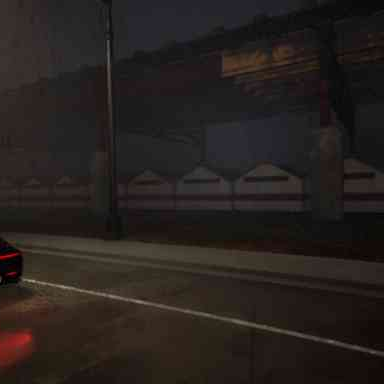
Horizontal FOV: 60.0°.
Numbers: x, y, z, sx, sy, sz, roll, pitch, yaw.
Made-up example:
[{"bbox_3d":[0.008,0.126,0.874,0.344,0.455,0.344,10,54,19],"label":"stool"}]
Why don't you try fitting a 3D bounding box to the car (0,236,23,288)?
[{"bbox_3d":[-6.053,1.536,7.821,4.892,1.490,1.837,0,0,30],"label":"car"}]
